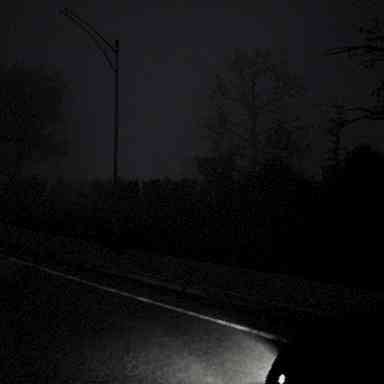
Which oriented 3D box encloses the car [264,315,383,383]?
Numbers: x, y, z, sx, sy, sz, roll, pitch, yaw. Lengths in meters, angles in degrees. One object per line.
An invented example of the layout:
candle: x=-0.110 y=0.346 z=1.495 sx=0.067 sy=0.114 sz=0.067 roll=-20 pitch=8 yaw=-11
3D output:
car: x=2.609 y=1.578 z=2.252 sx=4.181 sy=1.385 sz=1.994 roll=1 pitch=0 yaw=35
